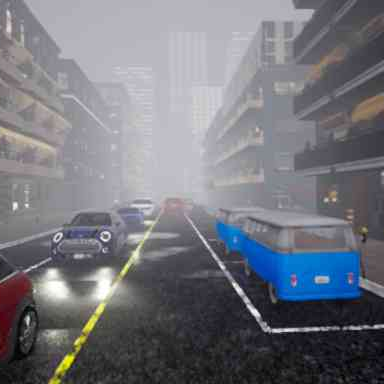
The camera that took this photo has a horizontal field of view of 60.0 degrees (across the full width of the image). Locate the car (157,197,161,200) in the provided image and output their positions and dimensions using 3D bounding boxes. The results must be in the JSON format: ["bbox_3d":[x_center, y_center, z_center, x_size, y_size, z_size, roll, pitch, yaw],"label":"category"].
[{"bbox_3d":[-7.662,1.983,78.585,1.837,1.490,4.892,-1,-1,-3],"label":"car"}]

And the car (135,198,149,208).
[{"bbox_3d":[-9.445,2.055,63.389,2.192,1.841,5.009,-1,-1,-3],"label":"car"}]

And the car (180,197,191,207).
[{"bbox_3d":[-1.425,2.016,69.455,2.192,1.841,5.009,-1,-1,-3],"label":"car"}]

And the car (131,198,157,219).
[{"bbox_3d":[-5.034,1.618,33.997,2.150,2.045,5.566,-1,-1,-3],"label":"car"}]

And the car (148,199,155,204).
[{"bbox_3d":[-11.127,2.620,91.344,1.802,1.307,4.206,-1,-1,-3],"label":"car"}]

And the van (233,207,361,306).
[{"bbox_3d":[2.271,1.392,7.945,1.690,1.788,3.998,-1,-1,-3],"label":"van"}]

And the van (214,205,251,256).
[{"bbox_3d":[1.935,1.451,13.537,1.690,1.788,3.998,-1,-1,-3],"label":"van"}]

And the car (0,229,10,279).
[{"bbox_3d":[-6.056,1.731,7.471,1.802,1.307,4.206,-1,-1,-3],"label":"car"}]

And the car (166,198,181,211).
[{"bbox_3d":[-2.804,1.871,49.379,2.097,1.767,4.553,-1,-1,-4],"label":"car"}]

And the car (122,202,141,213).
[{"bbox_3d":[-8.408,2.112,46.613,2.008,1.369,4.403,-1,-1,-3],"label":"car"}]

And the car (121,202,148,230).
[{"bbox_3d":[-4.442,1.764,23.508,1.882,1.535,5.008,-1,-1,-3],"label":"car"}]

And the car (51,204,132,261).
[{"bbox_3d":[-3.824,1.528,13.086,2.097,1.767,4.553,-1,-1,-4],"label":"car"}]

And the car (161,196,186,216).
[{"bbox_3d":[-2.094,1.617,37.567,2.150,2.045,5.566,-1,0,-3],"label":"car"}]

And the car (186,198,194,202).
[{"bbox_3d":[-0.086,1.991,47.256,1.752,1.417,4.829,-1,-1,-3],"label":"car"}]

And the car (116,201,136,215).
[{"bbox_3d":[-8.075,1.943,41.022,1.967,1.590,4.097,-1,-1,-3],"label":"car"}]

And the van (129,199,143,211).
[{"bbox_3d":[-8.749,1.962,52.207,1.690,1.788,3.998,-1,-1,-3],"label":"van"}]

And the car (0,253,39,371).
[{"bbox_3d":[-3.204,1.422,2.977,2.097,1.767,4.553,-1,-1,-4],"label":"car"}]

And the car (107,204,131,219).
[{"bbox_3d":[-7.736,2.025,35.430,1.802,1.307,4.206,-1,-1,-3],"label":"car"}]

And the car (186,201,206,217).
[{"bbox_3d":[0.598,1.928,35.903,1.802,1.307,4.206,-1,-1,-3],"label":"car"}]

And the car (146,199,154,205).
[{"bbox_3d":[-10.791,2.560,85.752,1.802,1.307,4.206,-1,-1,-3],"label":"car"}]

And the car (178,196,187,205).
[{"bbox_3d":[-2.360,2.040,80.284,2.150,2.045,5.566,-1,-1,-3],"label":"car"}]
